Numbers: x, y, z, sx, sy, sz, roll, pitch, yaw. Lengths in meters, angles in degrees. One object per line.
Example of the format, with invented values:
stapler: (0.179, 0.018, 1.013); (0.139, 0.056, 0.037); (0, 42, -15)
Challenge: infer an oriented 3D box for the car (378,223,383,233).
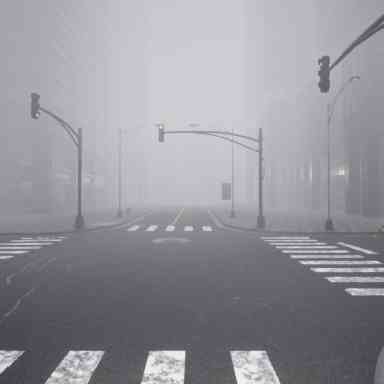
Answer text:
car: (11.754, 1.564, 16.231); (4.829, 1.417, 1.752); (0, -1, 0)
